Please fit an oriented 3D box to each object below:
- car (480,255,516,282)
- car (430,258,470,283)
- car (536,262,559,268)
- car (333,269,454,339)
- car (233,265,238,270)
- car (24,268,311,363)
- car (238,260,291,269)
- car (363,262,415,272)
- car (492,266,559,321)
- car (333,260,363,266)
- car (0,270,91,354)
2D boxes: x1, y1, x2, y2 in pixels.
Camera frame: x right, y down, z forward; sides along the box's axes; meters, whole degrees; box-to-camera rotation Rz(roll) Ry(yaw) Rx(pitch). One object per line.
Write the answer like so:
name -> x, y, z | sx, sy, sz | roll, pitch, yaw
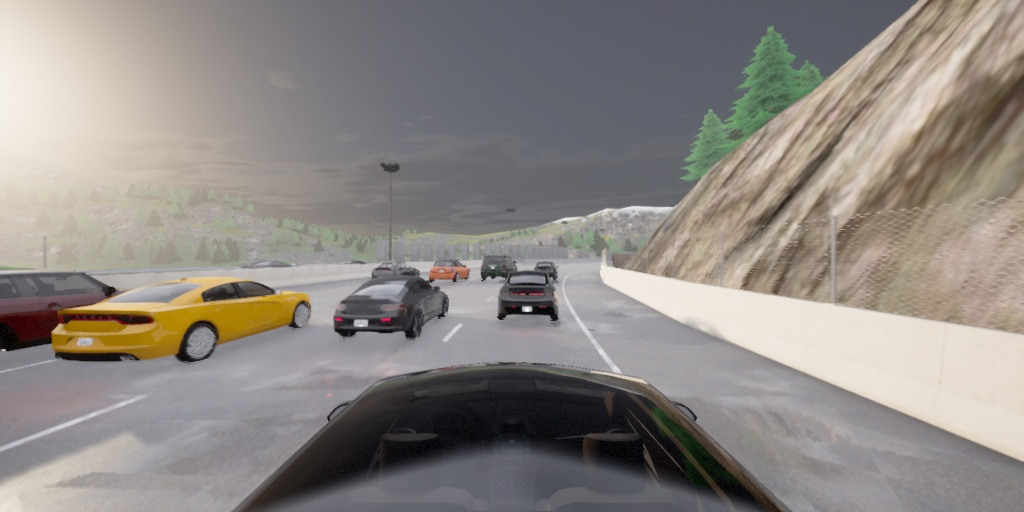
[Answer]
car -> -0.969, 0.959, 28.927 | 2.150, 2.045, 5.566 | 0, 0, 10
car -> -4.703, 1.080, 27.616 | 2.097, 1.767, 4.553 | 0, 0, 9
car -> 2.945, 1.251, 30.849 | 1.837, 1.490, 4.892 | 0, 0, 10
car -> -3.096, 1.265, 9.930 | 1.812, 1.442, 4.674 | 0, 0, 3
car -> -27.710, 1.158, 39.069 | 2.128, 1.511, 4.902 | 0, 0, 12
car -> -6.677, 1.208, 8.157 | 1.882, 1.535, 5.008 | 0, 0, 2
car -> -24.667, 1.200, 36.428 | 1.812, 1.442, 4.674 | 0, 0, 11
car -> -8.436, 1.211, 26.337 | 2.128, 1.511, 4.902 | 0, 0, 8
car -> 0.586, 1.252, 12.557 | 1.837, 1.490, 4.892 | 0, 0, 4
car -> -17.254, 1.198, 37.875 | 1.837, 1.490, 4.892 | 0, 0, 12
car -> -10.176, 1.074, 7.779 | 2.097, 1.767, 4.553 | 0, 0, 2
